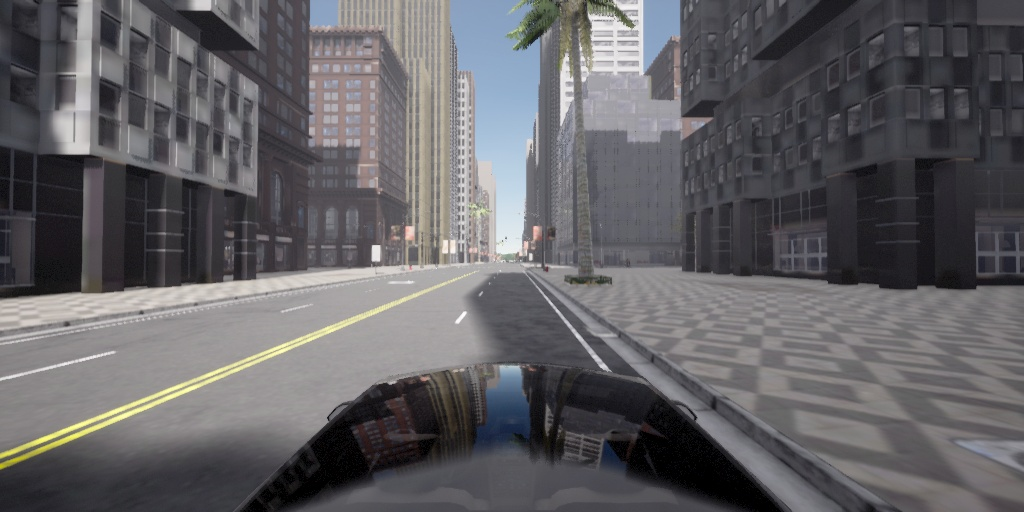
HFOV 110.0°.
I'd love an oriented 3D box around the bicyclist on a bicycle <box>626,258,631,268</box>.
[{"bbox_3d":[18.393,1.159,56.920,0.582,1.620,1.656,0,-1,-1],"label":"bicyclist on a bicycle"}]
